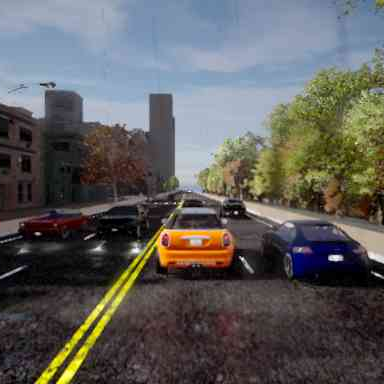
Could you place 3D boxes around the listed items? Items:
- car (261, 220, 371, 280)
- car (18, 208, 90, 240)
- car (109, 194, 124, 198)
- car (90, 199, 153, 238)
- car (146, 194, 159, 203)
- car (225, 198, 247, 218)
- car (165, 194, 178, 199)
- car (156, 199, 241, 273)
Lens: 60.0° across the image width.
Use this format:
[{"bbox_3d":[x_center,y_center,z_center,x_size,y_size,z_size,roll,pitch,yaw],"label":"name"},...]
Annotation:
[{"bbox_3d":[3.349,1.489,9.746,1.994,1.385,4.181,0,0,0],"label":"car"},{"bbox_3d":[-6.602,1.476,16.478,1.895,1.301,4.718,0,0,0],"label":"car"},{"bbox_3d":[-20.700,1.140,90.542,4.313,1.339,1.947,-1,2,-1],"label":"car"},{"bbox_3d":[-3.352,1.349,16.886,1.882,1.535,5.008,0,0,0],"label":"car"},{"bbox_3d":[-6.742,1.063,57.099,2.128,1.511,4.902,0,0,0],"label":"car"},{"bbox_3d":[3.347,1.295,27.637,1.837,1.490,4.892,0,0,0],"label":"car"},{"bbox_3d":[-3.495,1.075,57.552,1.837,1.490,4.892,0,0,0],"label":"car"},{"bbox_3d":[0.099,1.272,10.542,2.097,1.767,4.553,0,0,0],"label":"car"}]
